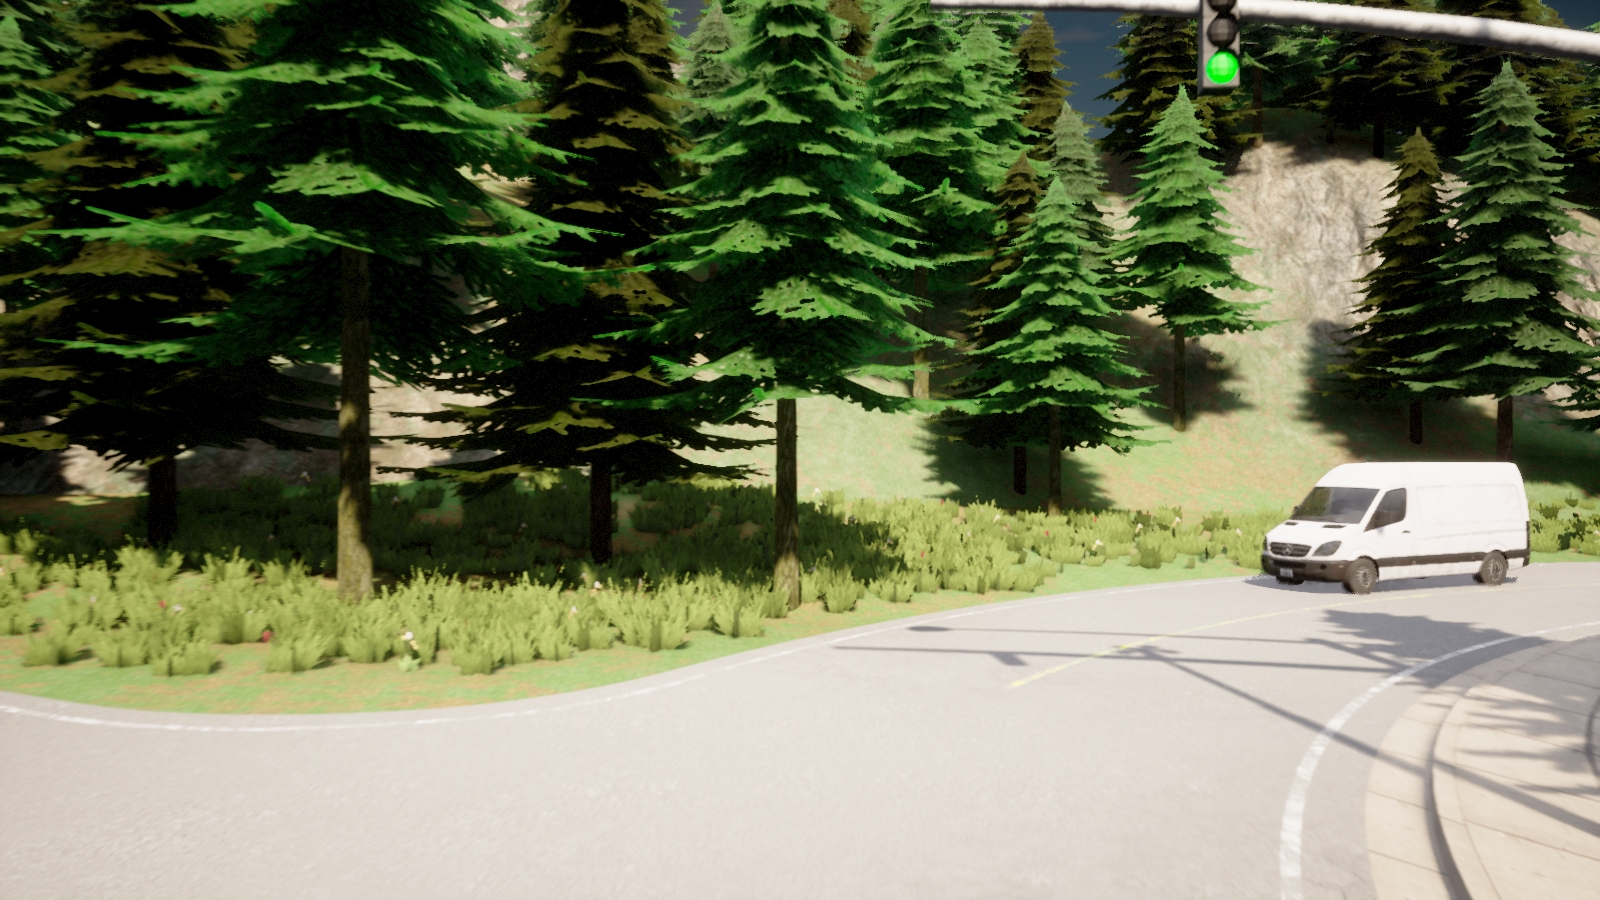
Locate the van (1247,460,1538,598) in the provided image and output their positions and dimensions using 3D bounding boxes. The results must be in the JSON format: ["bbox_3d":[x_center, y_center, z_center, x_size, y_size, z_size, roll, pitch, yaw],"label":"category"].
[{"bbox_3d":[12.256,1.508,23.585,5.915,2.561,1.988,0,0,-23],"label":"van"}]
